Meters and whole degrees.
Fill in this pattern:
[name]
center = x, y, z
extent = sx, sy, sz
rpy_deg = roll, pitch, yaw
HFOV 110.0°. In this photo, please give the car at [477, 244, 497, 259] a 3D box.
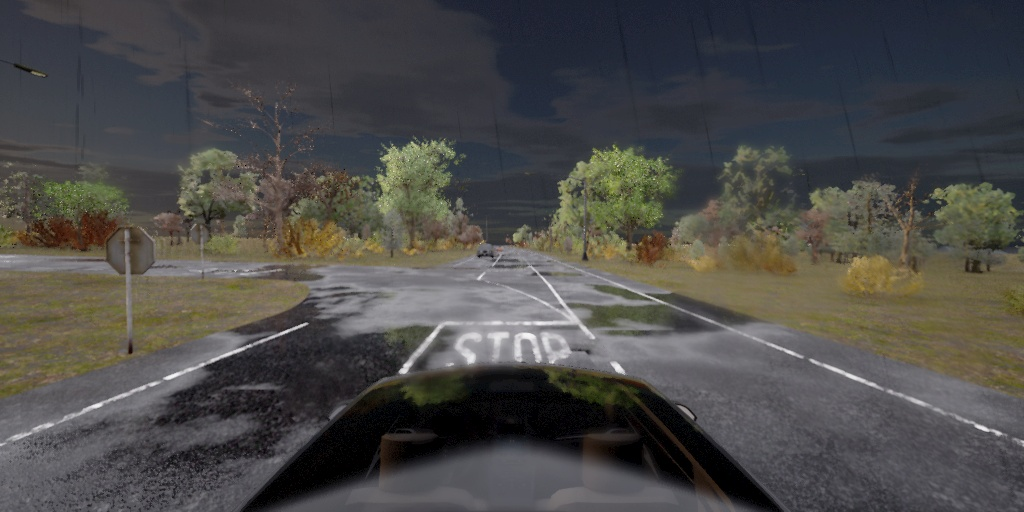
[car]
center = -3.605, -0.686, 49.745
extent = 2.150, 2.045, 5.566
rpy_deg = 0, 2, 0
